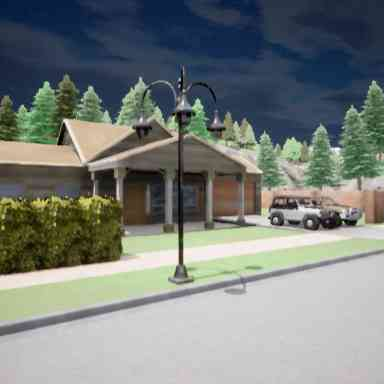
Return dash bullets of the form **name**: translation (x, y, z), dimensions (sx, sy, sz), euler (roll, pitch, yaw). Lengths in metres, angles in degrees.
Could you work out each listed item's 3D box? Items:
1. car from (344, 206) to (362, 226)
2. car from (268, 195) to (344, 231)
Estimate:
- **car**: translation (8.051, 1.139, 20.887), dimensions (1.932, 1.855, 4.605), euler (0, 0, -35)
- **car**: translation (6.219, 1.141, 19.122), dimensions (1.905, 1.878, 3.866), euler (0, 0, -35)
